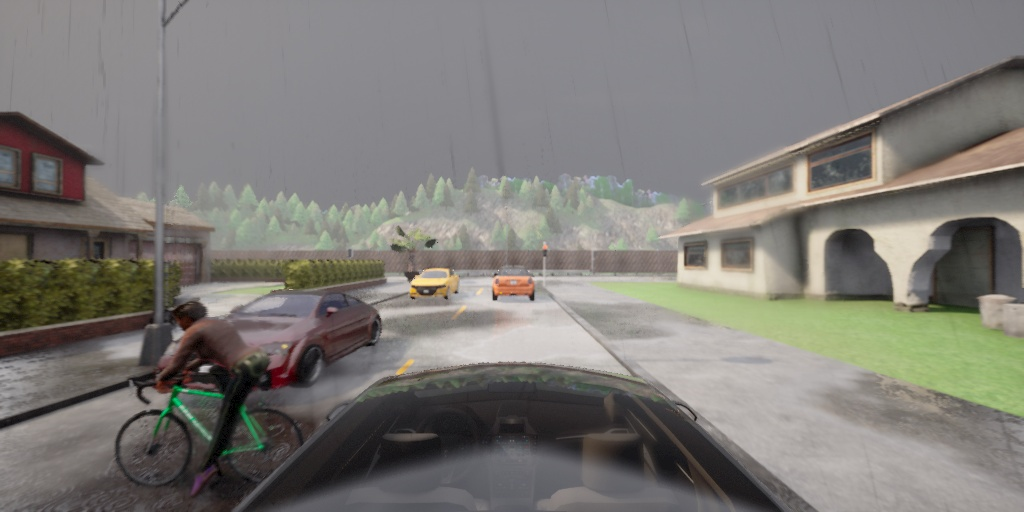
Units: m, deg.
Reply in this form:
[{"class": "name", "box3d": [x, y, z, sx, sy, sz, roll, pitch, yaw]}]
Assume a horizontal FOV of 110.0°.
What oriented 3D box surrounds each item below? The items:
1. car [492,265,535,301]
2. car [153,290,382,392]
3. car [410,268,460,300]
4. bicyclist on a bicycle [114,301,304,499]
[{"class": "car", "box3d": [0.065, 1.292, 18.985, 2.097, 1.767, 4.553, 0, -1, 0]}, {"class": "car", "box3d": [-4.091, 1.370, 6.869, 1.994, 1.385, 4.181, 0, 0, 1]}, {"class": "car", "box3d": [-4.044, 1.423, 19.385, 1.882, 1.535, 5.008, 0, -1, 0]}, {"class": "bicyclist on a bicycle", "box3d": [-2.663, 1.219, 3.152, 1.656, 1.620, 0.582, -1, -1, -1]}]
